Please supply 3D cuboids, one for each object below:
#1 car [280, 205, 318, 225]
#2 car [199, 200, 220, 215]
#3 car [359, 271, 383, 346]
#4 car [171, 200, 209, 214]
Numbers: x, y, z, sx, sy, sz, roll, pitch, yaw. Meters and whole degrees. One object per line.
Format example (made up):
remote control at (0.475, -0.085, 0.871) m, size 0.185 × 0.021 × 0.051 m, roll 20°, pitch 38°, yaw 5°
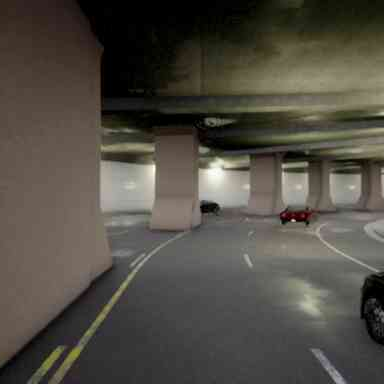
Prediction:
car at (7.866, 1.613, 24.092) m, size 1.895 × 1.301 × 4.718 m, roll 0°, pitch 0°, yaw 30°
car at (0.835, 1.508, 32.443) m, size 2.128 × 1.511 × 4.902 m, roll 0°, pitch 0°, yaw 37°
car at (3.595, 1.494, 3.441) m, size 2.128 × 1.511 × 4.902 m, roll 0°, pitch 0°, yaw 0°
car at (-0.140, 1.582, 36.796) m, size 1.994 × 1.385 × 4.181 m, roll 0°, pitch 0°, yaw 40°
